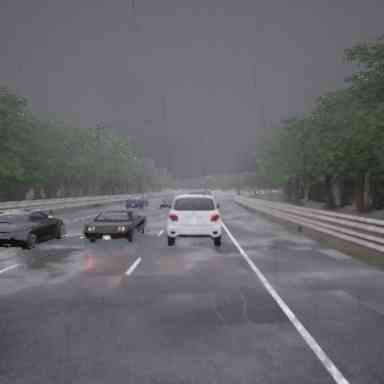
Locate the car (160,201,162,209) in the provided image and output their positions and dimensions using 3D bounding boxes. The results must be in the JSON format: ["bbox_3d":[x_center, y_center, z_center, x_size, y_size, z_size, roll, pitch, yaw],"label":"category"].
[{"bbox_3d":[-2.657,1.233,40.009,2.033,1.411,5.357,0,1,3],"label":"car"}]

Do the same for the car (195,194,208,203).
[{"bbox_3d":[1.632,1.085,56.644,2.033,1.411,5.357,0,1,3],"label":"car"}]

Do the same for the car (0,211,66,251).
[{"bbox_3d":[-6.814,1.453,13.658,1.994,1.385,4.181,0,0,1],"label":"car"}]

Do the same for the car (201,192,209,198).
[{"bbox_3d":[3.268,0.757,82.405,1.837,1.490,4.892,0,1,4],"label":"car"}]

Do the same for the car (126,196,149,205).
[{"bbox_3d":[-6.194,1.173,38.022,1.882,1.535,5.008,0,1,2],"label":"car"}]

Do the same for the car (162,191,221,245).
[{"bbox_3d":[0.119,1.112,15.041,2.150,2.045,5.566,0,0,1],"label":"car"}]

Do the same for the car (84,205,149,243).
[{"bbox_3d":[-3.323,1.483,15.385,1.895,1.301,4.718,0,0,1],"label":"car"}]
